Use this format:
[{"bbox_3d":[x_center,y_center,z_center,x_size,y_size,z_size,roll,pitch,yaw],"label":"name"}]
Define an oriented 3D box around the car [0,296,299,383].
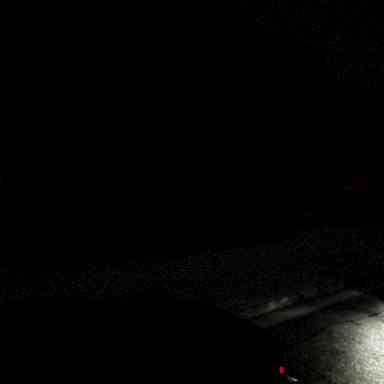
[{"bbox_3d":[-1.570,1.551,1.977,5.357,1.411,2.033,0,0,-38],"label":"car"}]
